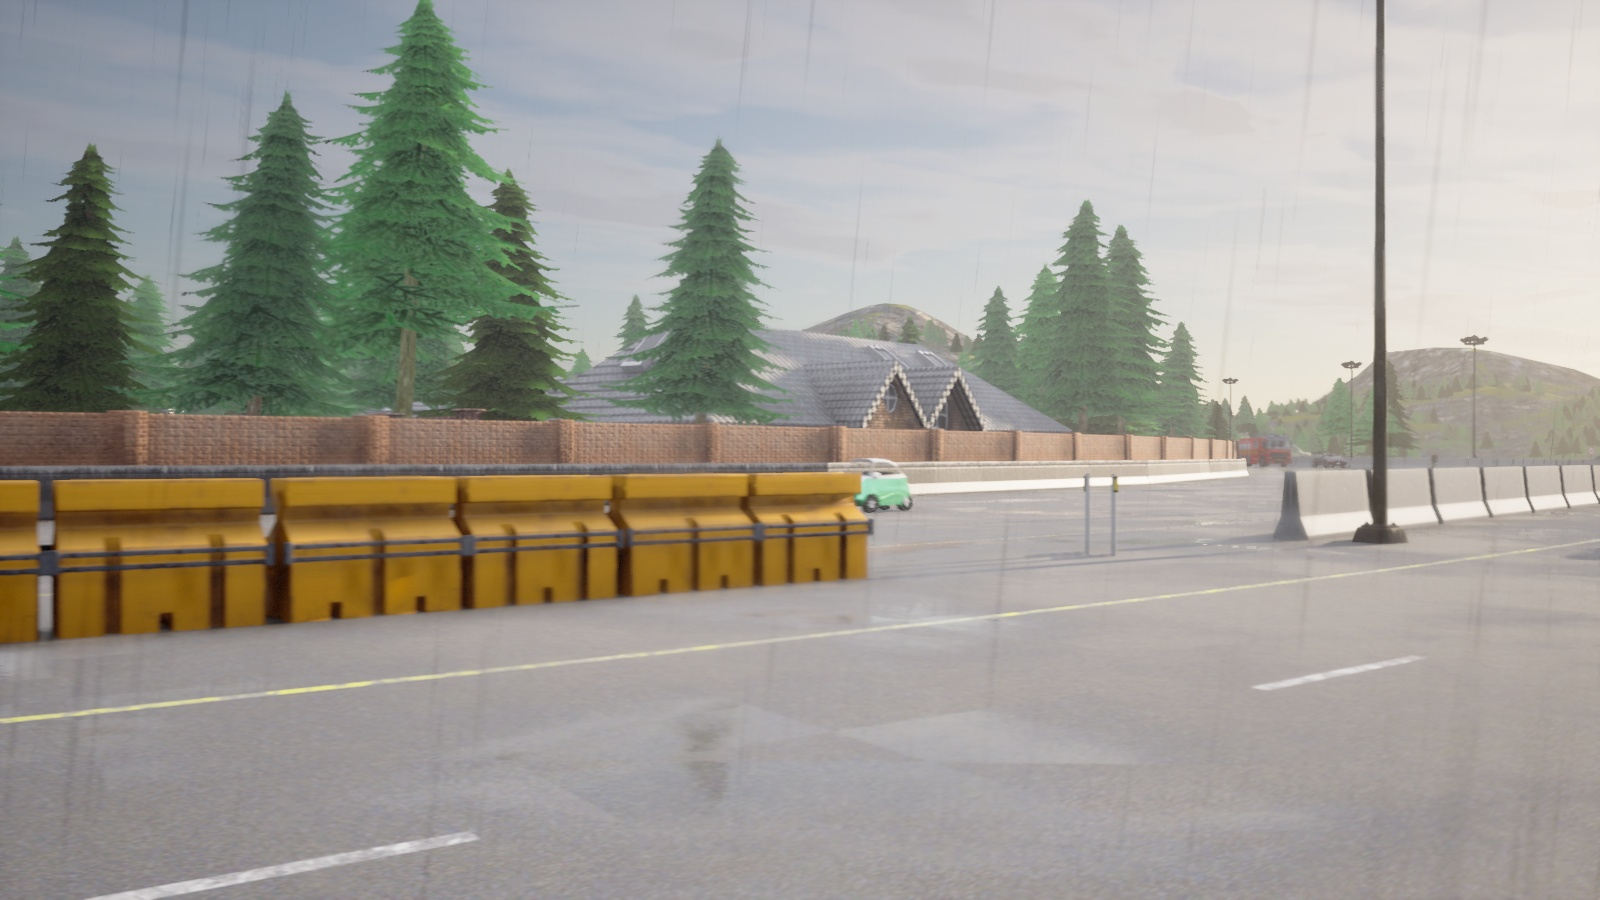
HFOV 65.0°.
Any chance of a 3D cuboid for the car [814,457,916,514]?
[{"bbox_3d":[1.668,0.882,32.044,2.207,1.376,1.481,0,0,-43],"label":"car"}]
